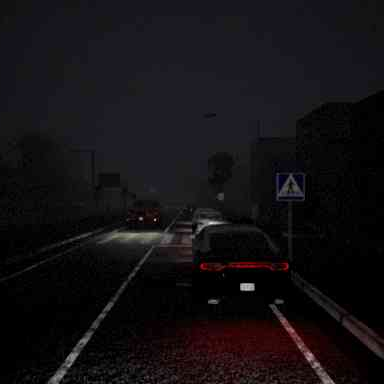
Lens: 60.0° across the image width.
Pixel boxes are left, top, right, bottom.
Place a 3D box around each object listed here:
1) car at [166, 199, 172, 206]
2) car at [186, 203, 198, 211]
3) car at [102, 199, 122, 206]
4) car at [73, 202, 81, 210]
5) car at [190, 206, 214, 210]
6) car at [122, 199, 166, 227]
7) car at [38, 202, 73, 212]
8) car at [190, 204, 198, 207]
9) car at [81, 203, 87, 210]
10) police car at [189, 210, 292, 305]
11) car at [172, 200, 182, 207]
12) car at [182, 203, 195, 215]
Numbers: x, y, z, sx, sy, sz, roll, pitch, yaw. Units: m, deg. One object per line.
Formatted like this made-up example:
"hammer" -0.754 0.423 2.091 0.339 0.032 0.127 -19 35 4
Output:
"car" -8.930 3.254 93.700 4.892 1.521 2.231 0 -1 0
"car" -0.071 2.597 58.983 2.033 1.411 5.357 0 -1 0
"car" -22.011 3.184 90.939 5.008 1.535 2.097 0 -1 0
"car" -22.019 2.439 56.040 4.892 1.521 2.231 0 -1 0
"car" 0.931 1.718 18.244 1.812 1.442 4.674 0 -1 0
"car" -3.389 1.524 24.774 2.150 2.045 5.566 0 -2 0
"car" -22.022 2.408 52.764 4.674 1.452 2.002 0 -1 0
"car" 0.923 1.844 24.248 1.812 1.442 4.674 0 -1 0
"car" -22.029 2.507 59.312 5.008 1.535 2.097 0 -1 0
"police car" 0.951 1.465 8.343 1.930 1.638 5.238 0 -1 0
"car" -3.333 3.039 83.486 1.882 1.535 5.008 0 -1 0
"car" -0.045 2.331 45.468 1.994 1.385 4.181 0 -1 0
